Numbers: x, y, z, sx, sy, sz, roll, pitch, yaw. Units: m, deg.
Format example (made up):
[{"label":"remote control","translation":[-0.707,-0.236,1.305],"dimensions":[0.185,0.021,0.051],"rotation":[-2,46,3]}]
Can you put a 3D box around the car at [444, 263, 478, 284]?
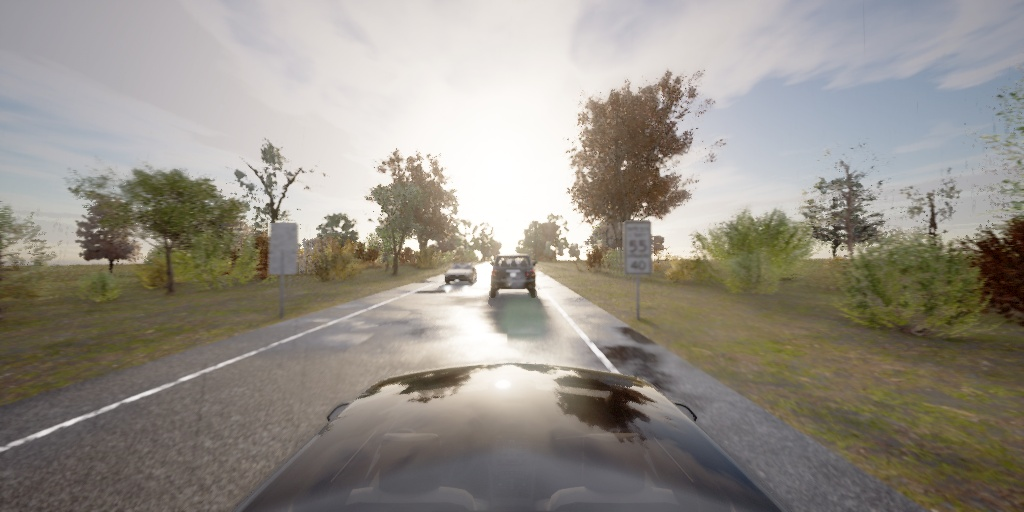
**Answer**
[{"label":"car","translation":[-3.515,1.179,25.691],"dimensions":[2.033,1.411,5.357],"rotation":[0,0,0]}]

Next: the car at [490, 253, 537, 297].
[{"label":"car","translation":[0.067,0.885,18.337],"dimensions":[2.150,2.045,5.566],"rotation":[0,1,0]}]
